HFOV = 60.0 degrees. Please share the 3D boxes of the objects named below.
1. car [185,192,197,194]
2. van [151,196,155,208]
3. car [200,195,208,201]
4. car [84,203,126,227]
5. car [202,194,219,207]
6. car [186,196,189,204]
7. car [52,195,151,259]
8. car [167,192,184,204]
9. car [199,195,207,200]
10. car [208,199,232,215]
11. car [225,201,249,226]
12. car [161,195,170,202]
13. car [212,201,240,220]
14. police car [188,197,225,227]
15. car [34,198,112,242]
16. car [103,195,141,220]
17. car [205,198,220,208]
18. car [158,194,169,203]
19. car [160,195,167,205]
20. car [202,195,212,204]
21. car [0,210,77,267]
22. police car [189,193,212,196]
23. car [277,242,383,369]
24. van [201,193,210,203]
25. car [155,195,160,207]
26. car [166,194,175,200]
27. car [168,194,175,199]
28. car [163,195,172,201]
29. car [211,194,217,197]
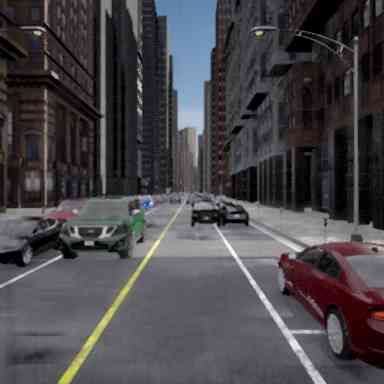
[{"bbox_3d":[-0.011,1.179,76.091,2.128,1.511,4.902,0,0,0],"label":"car"},{"bbox_3d":[-5.765,1.231,39.376,1.690,1.788,3.998,0,0,0],"label":"van"},{"bbox_3d":[2.753,1.384,78.607,1.802,1.307,4.206,0,0,0],"label":"car"},{"bbox_3d":[-5.763,1.516,22.572,1.802,1.307,4.206,0,0,0],"label":"car"},{"bbox_3d":[2.758,1.179,50.595,2.192,1.841,5.009,0,0,0],"label":"car"},{"bbox_3d":[-0.008,1.413,57.216,1.994,1.385,4.181,0,0,0],"label":"car"},{"bbox_3d":[-3.104,1.182,12.788,2.150,2.045,5.566,0,0,0],"label":"car"},{"bbox_3d":[-3.013,1.189,61.087,2.097,1.767,4.553,0,0,0],"label":"car"},{"bbox_3d":[2.752,1.372,84.208,1.802,1.307,4.206,0,0,0],"label":"car"},{"bbox_3d":[2.760,1.455,33.789,2.008,1.369,4.403,0,0,0],"label":"car"},{"bbox_3d":[2.762,1.500,22.586,1.947,1.339,4.313,0,0,0],"label":"car"},{"bbox_3d":[-5.771,1.396,72.987,1.802,1.307,4.206,0,0,0],"label":"car"},{"bbox_3d":[2.761,1.485,28.188,1.947,1.339,4.313,0,0,0],"label":"car"},{"bbox_3d":[0.856,1.360,22.543,1.930,1.638,5.238,0,0,0],"label":"police car"},{"bbox_3d":[-5.761,1.265,16.970,2.192,1.841,5.009,0,0,0],"label":"car"},{"bbox_3d":[-5.763,1.234,28.173,2.192,1.841,5.009,0,0,0],"label":"car"},{"bbox_3d":[2.758,1.459,44.994,1.802,1.307,4.206,0,0,0],"label":"car"},{"bbox_3d":[-5.770,1.266,67.385,1.967,1.590,4.097,0,0,0],"label":"car"},{"bbox_3d":[-5.768,1.291,56.182,1.967,1.590,4.097,0,0,0],"label":"car"},{"bbox_3d":[2.756,1.363,61.970,1.752,1.417,4.829,0,0,0],"label":"car"},{"bbox_3d":[-5.762,1.532,11.368,1.947,1.339,4.313,0,0,0],"label":"car"},{"bbox_3d":[0.894,1.317,38.546,1.930,1.638,5.238,0,0,0],"label":"police car"},{"bbox_3d":[2.765,1.527,5.779,1.887,1.381,4.507,0,0,0],"label":"car"},{"bbox_3d":[2.755,1.167,67.402,1.690,1.788,3.998,0,0,0],"label":"van"},{"bbox_3d":[-5.767,1.402,44.808,1.752,1.417,4.829,0,0,0],"label":"car"},{"bbox_3d":[-5.774,1.329,89.792,2.008,1.369,4.403,0,0,0],"label":"car"},{"bbox_3d":[-5.775,1.293,95.223,1.752,1.417,4.829,0,0,0],"label":"car"},{"bbox_3d":[-5.772,1.367,78.589,1.947,1.339,4.313,0,0,0],"label":"car"},{"bbox_3d":[2.760,1.330,39.392,1.967,1.590,4.097,0,0,0],"label":"car"}]
